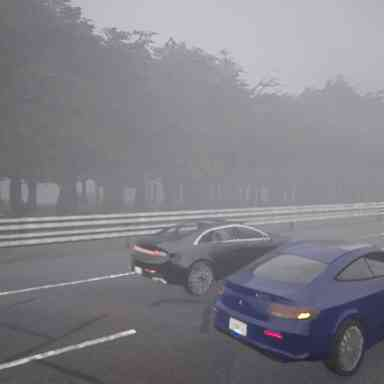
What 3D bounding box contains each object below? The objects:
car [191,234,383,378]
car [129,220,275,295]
[{"bbox_3d":[2.445,1.509,5.479,4.674,1.442,1.812,0,0,-35],"label":"car"},{"bbox_3d":[0.803,1.473,8.608,4.902,1.511,2.128,0,0,-35],"label":"car"}]
